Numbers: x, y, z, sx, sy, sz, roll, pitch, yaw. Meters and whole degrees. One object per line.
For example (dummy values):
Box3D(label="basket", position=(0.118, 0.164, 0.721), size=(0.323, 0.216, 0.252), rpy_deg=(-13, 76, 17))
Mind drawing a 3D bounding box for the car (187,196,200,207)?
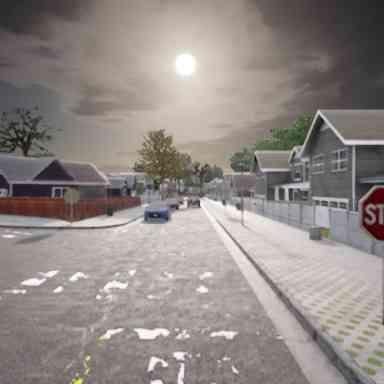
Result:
Box3D(label="car", position=(0.278, 1.419, 54.153), size=(2.097, 1.767, 4.553), rpy_deg=(0, 0, 0))

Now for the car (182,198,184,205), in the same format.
Box3D(label="car", position=(-2.578, 1.436, 60.471), size=(2.097, 1.767, 4.553), rpy_deg=(0, 0, 1))

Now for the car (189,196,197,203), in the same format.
Box3D(label="car", position=(0.246, 1.659, 72.841), size=(1.812, 1.442, 4.674), rpy_deg=(0, 0, 0))

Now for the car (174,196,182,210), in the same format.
Box3D(label="car", position=(-2.691, 1.518, 43.817), size=(1.882, 1.535, 5.008), rpy_deg=(0, 0, 0))

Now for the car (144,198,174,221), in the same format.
Box3D(label="car", position=(-2.756, 1.488, 27.467), size=(1.882, 1.535, 5.008), rpy_deg=(0, 0, 0))
